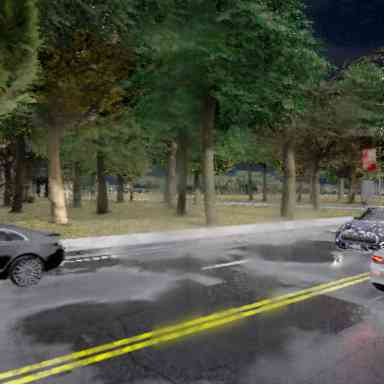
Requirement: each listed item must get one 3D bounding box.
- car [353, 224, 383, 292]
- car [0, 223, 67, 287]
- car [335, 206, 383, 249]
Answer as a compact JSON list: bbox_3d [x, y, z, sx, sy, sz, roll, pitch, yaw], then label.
[{"bbox_3d":[5.865,1.528,7.621,4.674,1.442,1.812,0,0,-35],"label":"car"},{"bbox_3d":[-5.519,1.492,7.732,4.902,1.511,2.128,0,0,-35],"label":"car"},{"bbox_3d":[7.696,1.356,13.148,4.553,1.767,2.097,0,0,-35],"label":"car"}]
